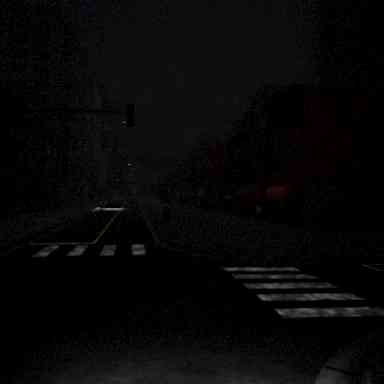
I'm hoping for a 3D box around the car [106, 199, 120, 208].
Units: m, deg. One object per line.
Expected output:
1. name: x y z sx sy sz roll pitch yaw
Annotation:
1. car: -12.778 1.871 54.142 1.994 1.385 4.181 1 0 -10
